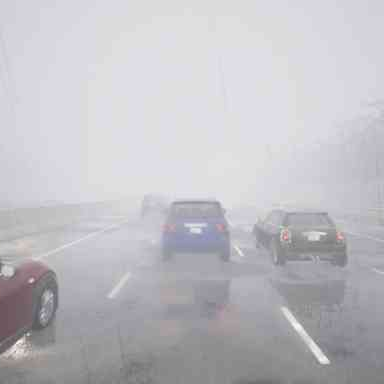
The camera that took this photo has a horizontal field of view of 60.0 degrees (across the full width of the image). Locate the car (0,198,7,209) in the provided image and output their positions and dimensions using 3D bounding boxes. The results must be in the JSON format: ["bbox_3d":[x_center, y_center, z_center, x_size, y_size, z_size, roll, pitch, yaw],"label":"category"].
[{"bbox_3d":[-24.367,1.541,42.041,1.812,1.442,4.674,0,0,1],"label":"car"}]

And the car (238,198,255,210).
[{"bbox_3d":[7.319,1.544,43.087,1.812,1.442,4.674,0,0,1],"label":"car"}]

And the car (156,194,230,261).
[{"bbox_3d":[0.126,1.217,12.372,2.150,2.045,5.566,0,0,0],"label":"car"}]

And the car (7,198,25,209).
[{"bbox_3d":[-20.866,1.523,42.297,1.837,1.490,4.892,0,0,1],"label":"car"}]

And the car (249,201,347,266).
[{"bbox_3d":[3.523,1.347,11.704,2.097,1.767,4.553,0,0,0],"label":"car"}]

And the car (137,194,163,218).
[{"bbox_3d":[-3.285,1.229,30.278,2.150,2.045,5.566,0,0,0],"label":"car"}]

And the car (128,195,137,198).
[{"bbox_3d":[-13.378,1.438,75.012,2.128,1.511,4.902,0,0,1],"label":"car"}]

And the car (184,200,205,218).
[{"bbox_3d":[0.220,1.513,30.759,1.837,1.490,4.892,0,0,0],"label":"car"}]

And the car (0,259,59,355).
[{"bbox_3d":[-3.393,1.349,4.021,2.097,1.767,4.553,0,0,0],"label":"car"}]

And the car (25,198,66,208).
[{"bbox_3d":[-13.957,1.501,32.800,2.128,1.511,4.902,0,0,1],"label":"car"}]

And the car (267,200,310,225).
[{"bbox_3d":[7.168,1.481,25.380,1.882,1.535,5.008,0,0,1],"label":"car"}]

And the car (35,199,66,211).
[{"bbox_3d":[-17.379,1.580,41.172,1.994,1.385,4.181,0,0,1],"label":"car"}]
